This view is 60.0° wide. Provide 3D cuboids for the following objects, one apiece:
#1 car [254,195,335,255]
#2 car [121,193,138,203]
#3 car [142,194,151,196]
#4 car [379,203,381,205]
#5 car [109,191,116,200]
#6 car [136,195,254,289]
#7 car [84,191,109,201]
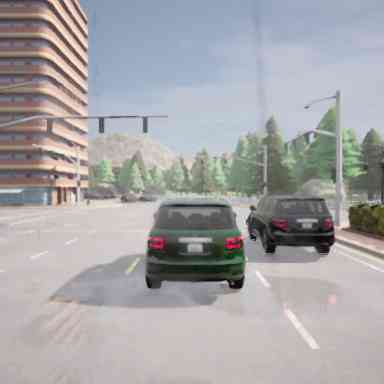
[{"bbox_3d":[3.605,1.124,13.043,2.150,2.045,5.566,0,0,0],"label":"car"},{"bbox_3d":[-10.396,0.941,55.489,2.097,1.767,4.553,0,1,-25],"label":"car"},{"bbox_3d":[-7.710,1.117,58.245,2.033,1.411,5.357,0,0,-25],"label":"car"},{"bbox_3d":[22.898,1.338,35.768,5.357,1.411,2.033,0,0,1],"label":"car"},{"bbox_3d":[-18.268,1.068,71.447,4.718,1.301,1.895,0,1,41],"label":"car"},{"bbox_3d":[0.081,1.154,9.093,2.150,2.045,5.566,0,0,0],"label":"car"},{"bbox_3d":[-19.692,0.997,68.096,4.892,1.490,1.837,0,1,41],"label":"car"}]
